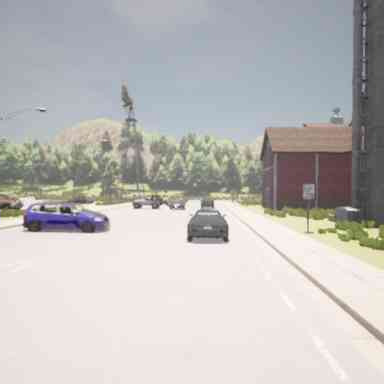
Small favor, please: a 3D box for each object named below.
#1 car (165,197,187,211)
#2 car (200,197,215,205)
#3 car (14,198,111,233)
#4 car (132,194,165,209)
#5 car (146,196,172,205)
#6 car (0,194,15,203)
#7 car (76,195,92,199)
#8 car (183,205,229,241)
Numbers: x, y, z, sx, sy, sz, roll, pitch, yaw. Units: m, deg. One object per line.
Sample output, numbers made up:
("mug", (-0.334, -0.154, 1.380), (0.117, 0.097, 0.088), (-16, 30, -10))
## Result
("car", (-1.688, 1.416, 41.077), (2.128, 1.511, 4.902), (1, 0, 3))
("car", (2.142, 1.527, 45.993), (1.837, 1.490, 4.892), (1, 0, 3))
("car", (-6.939, 1.397, 18.679), (4.611, 1.667, 2.242), (1, 0, 3))
("car", (-5.685, 1.242, 42.853), (3.866, 1.878, 1.905), (1, 0, 3))
("car", (-5.558, 1.435, 56.347), (4.193, 1.474, 1.816), (1, 0, 3))
("car", (-19.448, 1.079, 33.362), (4.605, 1.855, 1.932), (1, 0, 3))
("car", (-18.467, 1.299, 55.821), (3.905, 1.438, 1.784), (1, 0, 3))
("car", (0.796, 1.572, 16.816), (1.994, 1.385, 4.181), (1, 0, 3))
